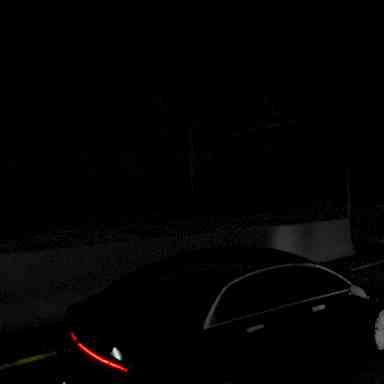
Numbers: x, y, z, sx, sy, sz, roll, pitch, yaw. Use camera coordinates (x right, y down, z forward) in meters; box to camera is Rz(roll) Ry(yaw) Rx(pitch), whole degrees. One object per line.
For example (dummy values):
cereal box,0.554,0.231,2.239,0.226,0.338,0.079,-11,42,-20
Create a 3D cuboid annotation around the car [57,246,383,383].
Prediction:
car,0.865,1.495,4.369,4.892,1.490,1.837,-1,1,-35
